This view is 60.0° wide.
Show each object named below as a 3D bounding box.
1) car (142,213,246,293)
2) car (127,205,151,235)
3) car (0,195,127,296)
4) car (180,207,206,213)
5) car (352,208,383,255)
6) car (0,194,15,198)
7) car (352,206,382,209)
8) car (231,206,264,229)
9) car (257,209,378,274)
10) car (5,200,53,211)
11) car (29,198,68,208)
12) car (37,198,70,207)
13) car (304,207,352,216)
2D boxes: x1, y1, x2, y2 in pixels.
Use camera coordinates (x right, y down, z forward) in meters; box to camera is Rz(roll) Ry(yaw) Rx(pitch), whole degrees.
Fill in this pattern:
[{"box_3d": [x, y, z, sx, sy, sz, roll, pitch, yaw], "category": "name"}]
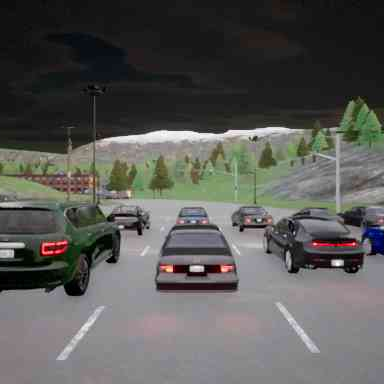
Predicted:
[{"box_3d": [0.085, 1.547, 9.000, 2.033, 1.411, 5.357, 0, 0, 0], "category": "car"}, {"box_3d": [-3.453, 1.491, 18.611, 2.128, 1.511, 4.902, 0, 0, 0], "category": "car"}, {"box_3d": [-3.417, 1.221, 8.757, 2.150, 2.045, 5.566, 0, 0, 0], "category": "car"}, {"box_3d": [0.050, 1.547, 19.070, 2.033, 1.411, 5.357, 0, 0, 0], "category": "car"}, {"box_3d": [7.079, 1.477, 10.076, 1.882, 1.535, 5.008, 0, 0, 0], "category": "car"}, {"box_3d": [-20.227, 1.220, 35.947, 5.566, 2.045, 2.150, 0, 0, -1], "category": "car"}, {"box_3d": [10.528, 1.547, 20.036, 2.033, 1.411, 5.357, 0, 0, -1], "category": "car"}, {"box_3d": [3.527, 1.547, 20.085, 2.033, 1.411, 5.357, 0, 0, -1], "category": "car"}, {"box_3d": [3.580, 1.504, 10.593, 1.837, 1.490, 4.892, 0, 0, 0], "category": "car"}, {"box_3d": [-19.266, 1.600, 39.473, 4.718, 1.301, 1.895, 0, 0, -1], "category": "car"}, {"box_3d": [-20.025, 1.525, 46.480, 4.674, 1.442, 1.812, 0, 0, -2], "category": "car"}, {"box_3d": [-20.745, 1.562, 49.972, 4.181, 1.385, 1.994, 0, 0, -2], "category": "car"}, {"box_3d": [7.039, 1.564, 19.064, 1.994, 1.385, 4.181, 0, 0, 0], "category": "car"}]
